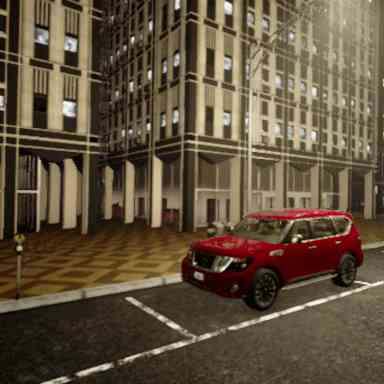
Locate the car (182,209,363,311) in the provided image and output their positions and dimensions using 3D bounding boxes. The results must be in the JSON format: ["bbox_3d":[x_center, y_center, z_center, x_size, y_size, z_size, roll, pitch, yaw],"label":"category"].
[{"bbox_3d":[2.191,1.387,8.116,5.009,1.841,2.192,1,0,-36],"label":"car"}]
